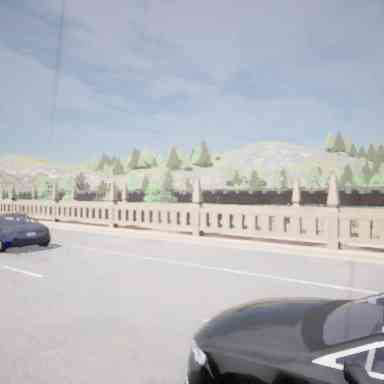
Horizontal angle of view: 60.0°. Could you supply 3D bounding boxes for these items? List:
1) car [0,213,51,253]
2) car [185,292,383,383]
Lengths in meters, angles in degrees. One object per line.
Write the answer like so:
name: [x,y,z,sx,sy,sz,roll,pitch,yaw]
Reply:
car: [-7.774,1.585,13.932,4.181,1.385,1.994,0,0,36]
car: [2.178,1.491,2.440,4.902,1.511,2.128,0,0,36]
